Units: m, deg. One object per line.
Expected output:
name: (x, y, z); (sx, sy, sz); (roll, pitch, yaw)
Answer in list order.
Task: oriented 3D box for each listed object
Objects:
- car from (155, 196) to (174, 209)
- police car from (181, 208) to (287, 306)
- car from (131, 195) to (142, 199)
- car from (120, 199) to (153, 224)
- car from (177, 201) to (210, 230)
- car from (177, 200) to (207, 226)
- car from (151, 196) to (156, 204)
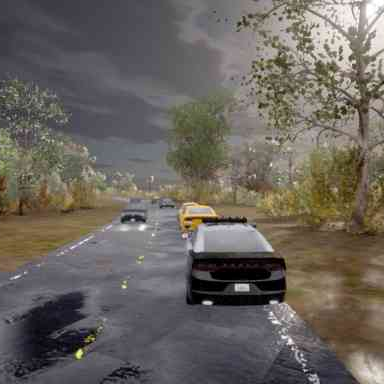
car: (-3.567, 1.543, 46.150); (2.033, 1.411, 5.357); (0, 0, -9)
police car: (0.776, 1.425, 8.251); (1.930, 1.638, 5.238); (0, 0, -2)
car: (-12.033, 1.346, 72.059); (2.097, 1.767, 4.553); (0, 0, -14)
car: (-4.259, 1.546, 25.299); (2.033, 1.411, 5.357); (0, 0, -5)
car: (0.317, 1.477, 18.210); (1.882, 1.535, 5.008); (0, 0, -4)
car: (-0.135, 1.453, 24.431); (1.801, 1.575, 5.366); (0, 0, -5)
car: (-6.803, 1.519, 63.511); (1.812, 1.442, 4.674); (0, 0, -12)
